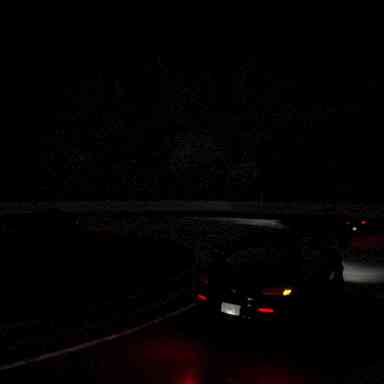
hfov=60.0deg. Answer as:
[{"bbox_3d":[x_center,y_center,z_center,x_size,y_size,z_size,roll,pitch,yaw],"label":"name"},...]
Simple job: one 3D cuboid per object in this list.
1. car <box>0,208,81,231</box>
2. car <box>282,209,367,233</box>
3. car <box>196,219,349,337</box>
[{"bbox_3d":[-9.321,1.633,20.285,4.718,1.301,1.895,0,0,-11],"label":"car"},{"bbox_3d":[7.494,1.656,19.553,1.895,1.301,4.718,0,0,-30],"label":"car"},{"bbox_3d":[1.807,1.544,6.788,1.812,1.442,4.674,0,0,33],"label":"car"}]
